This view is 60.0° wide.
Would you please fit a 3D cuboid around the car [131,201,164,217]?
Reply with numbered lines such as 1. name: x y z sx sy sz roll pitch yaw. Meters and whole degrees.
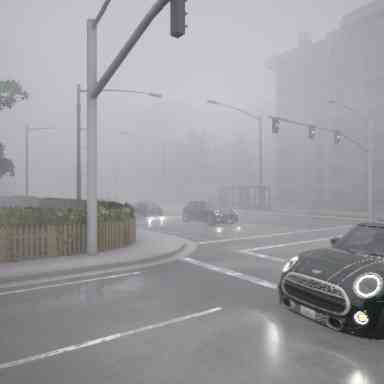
1. car: -4.444 1.564 31.929 1.994 1.385 4.181 0 0 -35

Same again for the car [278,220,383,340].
1. car: 3.881 1.355 6.389 4.553 1.767 2.097 0 0 -27

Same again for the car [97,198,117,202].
1. car: -10.385 1.503 40.554 1.837 1.490 4.892 0 0 -34

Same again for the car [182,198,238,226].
1. car: 1.223 1.352 23.747 2.097 1.767 4.553 0 0 -35
